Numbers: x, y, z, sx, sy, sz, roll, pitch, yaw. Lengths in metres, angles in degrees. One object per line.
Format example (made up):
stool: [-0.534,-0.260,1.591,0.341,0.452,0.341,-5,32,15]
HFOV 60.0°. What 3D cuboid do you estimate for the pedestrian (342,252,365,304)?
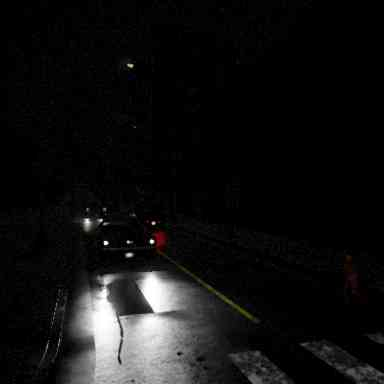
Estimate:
pedestrian: [3.291,1.749,6.861,0.500,1.100,0.500,0,0,-19]

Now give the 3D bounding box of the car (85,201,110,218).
car: [-9.918,1.741,34.253,2.097,1.767,4.553,1,-1,-18]

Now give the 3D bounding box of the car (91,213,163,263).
car: [-2.649,1.694,12.548,1.895,1.301,4.718,1,-1,-18]

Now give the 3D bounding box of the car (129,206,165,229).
car: [-3.242,1.761,23.568,1.837,1.490,4.892,1,-1,-19]

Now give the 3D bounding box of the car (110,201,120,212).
car: [-11.859,2.140,49.181,1.882,1.535,5.008,1,-1,-19]
